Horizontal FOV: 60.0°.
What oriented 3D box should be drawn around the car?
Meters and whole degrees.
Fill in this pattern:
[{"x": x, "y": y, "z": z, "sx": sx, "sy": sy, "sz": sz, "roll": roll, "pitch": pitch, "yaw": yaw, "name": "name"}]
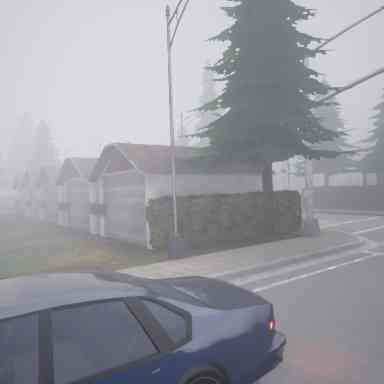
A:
[{"x": -1.539, "y": 1.532, "z": 2.868, "sx": 5.357, "sy": 1.411, "sz": 2.033, "roll": -2, "pitch": 1, "yaw": -34, "name": "car"}]
